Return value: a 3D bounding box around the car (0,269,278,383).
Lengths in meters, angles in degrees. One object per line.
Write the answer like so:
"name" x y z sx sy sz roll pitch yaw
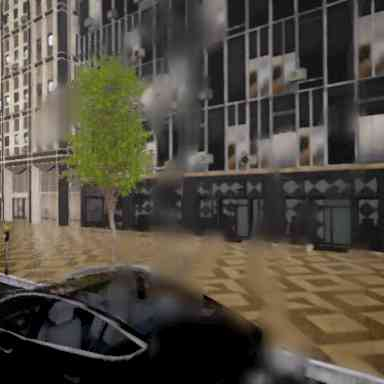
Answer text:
"car" -1.214 1.586 3.743 4.313 1.339 1.947 0 0 35
